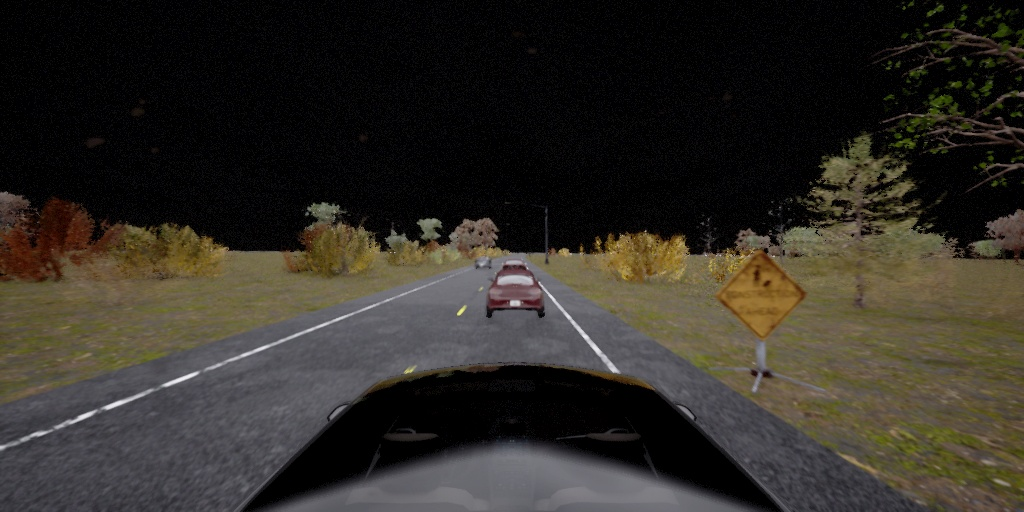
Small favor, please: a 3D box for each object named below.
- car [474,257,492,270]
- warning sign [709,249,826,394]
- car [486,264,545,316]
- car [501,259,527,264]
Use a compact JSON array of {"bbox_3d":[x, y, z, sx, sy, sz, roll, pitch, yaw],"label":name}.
[{"bbox_3d":[-3.395,0.834,43.131,2.128,1.511,4.902,0,1,1],"label":"car"},{"bbox_3d":[3.551,0.832,5.101,1.300,1.860,1.060,0,0,0],"label":"warning sign"},{"bbox_3d":[0.105,1.168,12.612,1.812,1.442,4.674,0,1,0],"label":"car"},{"bbox_3d":[0.174,0.963,28.466,1.882,1.535,5.008,0,1,0],"label":"car"}]
